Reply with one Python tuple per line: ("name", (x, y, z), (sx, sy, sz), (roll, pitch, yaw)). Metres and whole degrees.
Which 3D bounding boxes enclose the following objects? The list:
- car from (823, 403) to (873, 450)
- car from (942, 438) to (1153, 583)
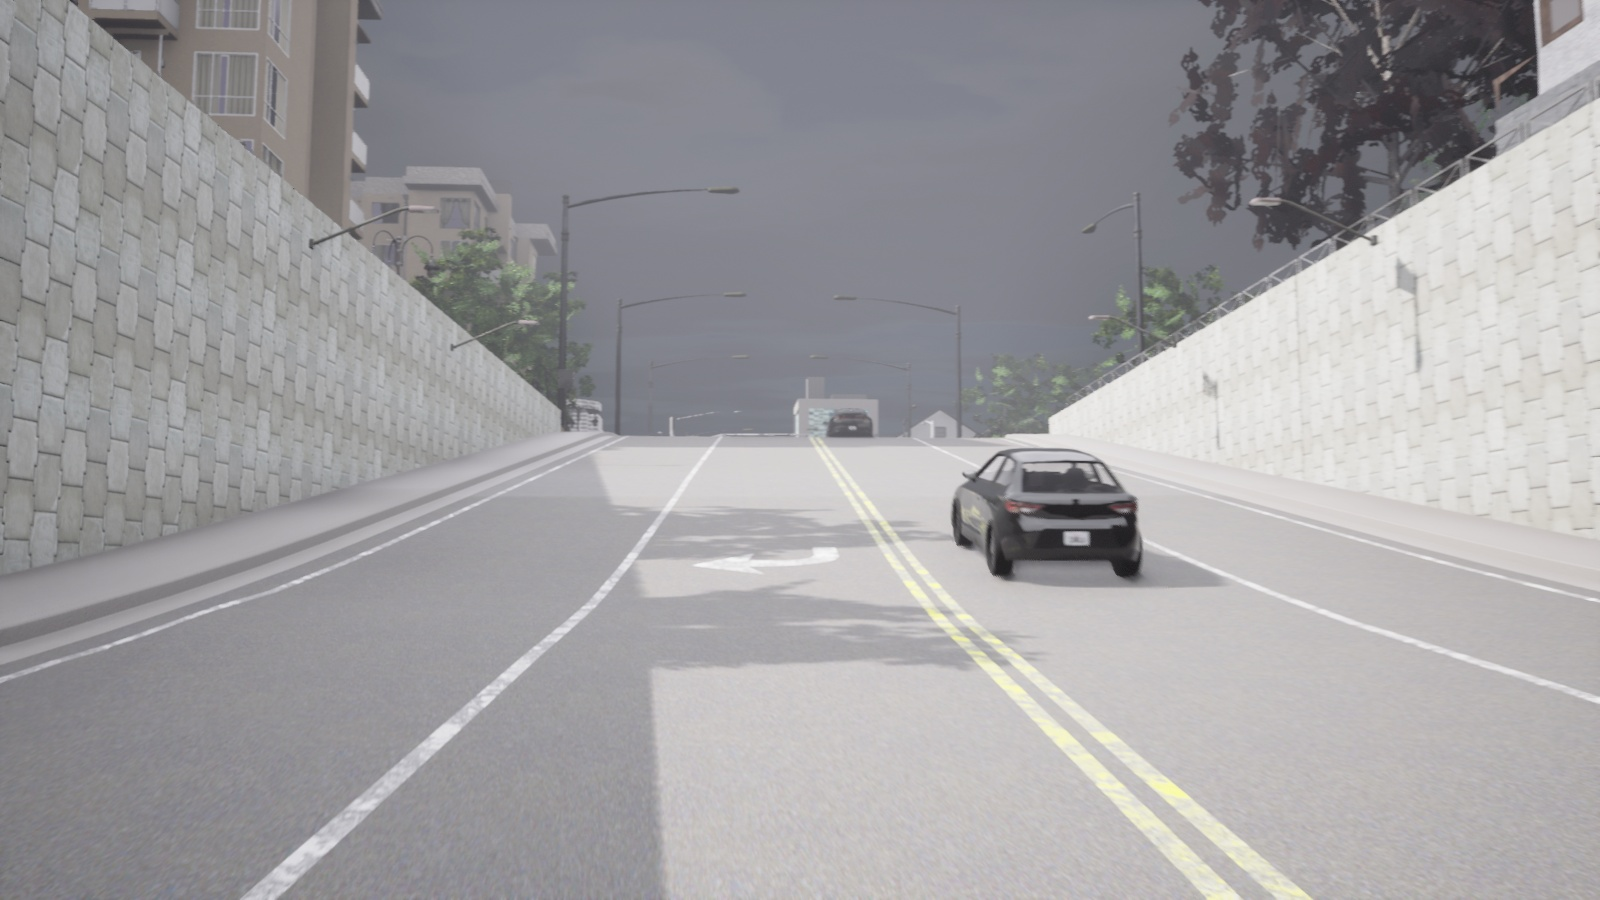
("car", (2.016, -0.950, 54.197), (1.837, 1.490, 4.892), (0, -5, -2))
("car", (3.056, 0.669, 16.429), (1.816, 1.474, 4.193), (0, 3, -2))
